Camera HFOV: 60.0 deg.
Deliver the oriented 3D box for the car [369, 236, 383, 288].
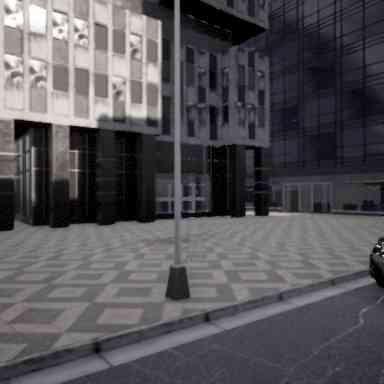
[{"bbox_3d":[6.662,1.295,8.252,5.566,2.045,2.150,1,-1,-36],"label":"car"}]
